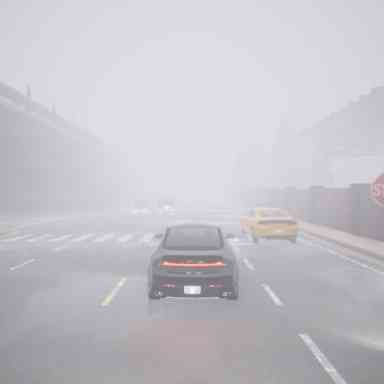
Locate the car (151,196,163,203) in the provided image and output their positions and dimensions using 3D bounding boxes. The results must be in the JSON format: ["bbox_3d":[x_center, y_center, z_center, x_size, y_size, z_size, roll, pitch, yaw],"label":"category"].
[{"bbox_3d":[-7.289,1.543,69.028,2.033,1.411,5.357,0,0,-1],"label":"car"}]

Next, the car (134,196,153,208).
[{"bbox_3d":[-7.007,1.601,46.880,1.895,1.301,4.718,0,0,-1],"label":"car"}]

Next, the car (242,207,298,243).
[{"bbox_3d":[3.621,1.478,16.213,1.882,1.535,5.008,0,0,0],"label":"car"}]

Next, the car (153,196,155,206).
[{"bbox_3d":[-7.156,1.478,56.253,1.882,1.535,5.008,0,0,-1],"label":"car"}]

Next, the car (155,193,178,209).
[{"bbox_3d":[-3.498,1.221,46.815,2.150,2.045,5.566,0,0,-1],"label":"car"}]

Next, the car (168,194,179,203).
[{"bbox_3d":[-3.796,1.353,69.510,2.097,1.767,4.553,0,0,-1],"label":"car"}]

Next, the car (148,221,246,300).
[{"bbox_3d":[0.059,1.505,8.379,1.837,1.490,4.892,0,0,1],"label":"car"}]
